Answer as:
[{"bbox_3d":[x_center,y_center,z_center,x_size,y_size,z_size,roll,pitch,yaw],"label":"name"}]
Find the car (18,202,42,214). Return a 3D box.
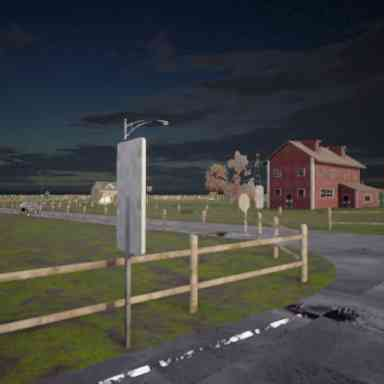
[{"bbox_3d":[-23.195,2.214,47.719,2.097,1.767,4.553,0,-1,-43],"label":"car"}]
